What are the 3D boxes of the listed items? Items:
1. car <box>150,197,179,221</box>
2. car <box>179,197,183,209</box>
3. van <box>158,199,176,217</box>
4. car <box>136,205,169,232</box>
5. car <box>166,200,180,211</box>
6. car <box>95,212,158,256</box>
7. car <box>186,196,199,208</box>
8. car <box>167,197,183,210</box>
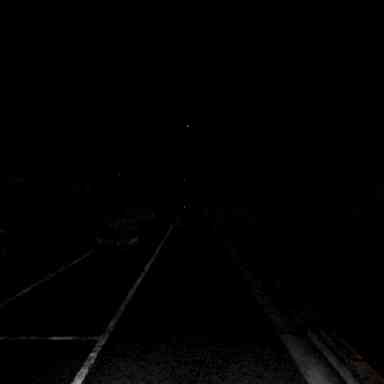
[{"bbox_3d":[-2.638,1.556,30.309,2.192,1.841,5.009,0,0,0],"label":"car"},{"bbox_3d":[-2.640,1.660,41.536,2.192,1.841,5.009,0,-1,0],"label":"car"},{"bbox_3d":[-2.639,1.633,35.922,1.690,1.788,3.998,0,-1,0],"label":"van"},{"bbox_3d":[-2.637,1.696,19.080,2.008,1.369,4.403,0,0,0],"label":"car"},{"bbox_3d":[-2.642,1.924,46.978,1.752,1.417,4.829,0,-1,0],"label":"car"},{"bbox_3d":[-2.636,1.682,13.466,1.802,1.307,4.206,0,0,0],"label":"car"},{"bbox_3d":[-0.009,1.746,59.914,2.150,2.045,5.566,0,-1,0],"label":"car"},{"bbox_3d":[-2.642,1.772,52.763,2.192,1.841,5.009,0,-1,0],"label":"car"}]
